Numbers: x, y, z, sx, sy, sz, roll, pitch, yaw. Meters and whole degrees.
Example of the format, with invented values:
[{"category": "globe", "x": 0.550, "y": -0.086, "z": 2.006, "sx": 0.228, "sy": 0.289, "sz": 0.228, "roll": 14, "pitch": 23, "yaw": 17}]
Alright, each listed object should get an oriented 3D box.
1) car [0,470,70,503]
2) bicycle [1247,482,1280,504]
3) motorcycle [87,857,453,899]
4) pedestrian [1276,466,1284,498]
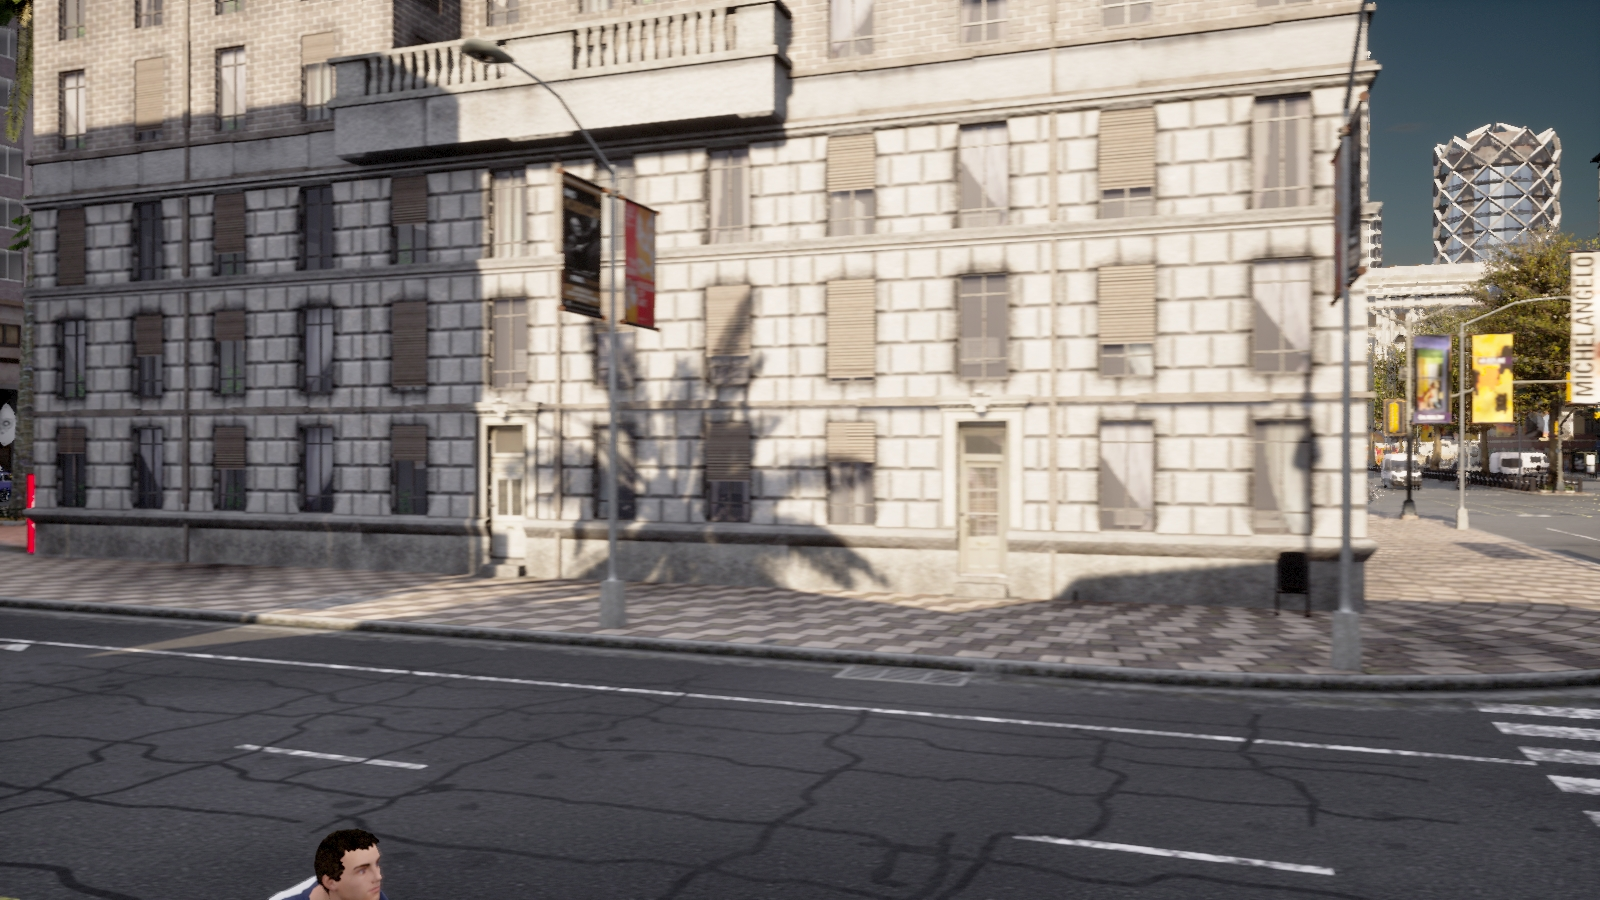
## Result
[{"category": "car", "x": -42.749, "y": 1.952, "z": 62.319, "sx": 2.242, "sy": 1.667, "sz": 4.611, "roll": 0, "pitch": 0, "yaw": 17}, {"category": "bicycle", "x": 24.520, "y": 2.258, "z": 60.449, "sx": 1.487, "sy": 1.080, "sz": 0.859, "roll": 1, "pitch": 0, "yaw": 12}, {"category": "motorcycle", "x": -1.613, "y": 2.211, "z": 3.863, "sx": 2.033, "sy": 1.145, "sz": 0.803, "roll": 0, "pitch": 0, "yaw": 20}, {"category": "pedestrian", "x": 27.692, "y": 1.849, "z": 65.934, "sx": 0.375, "sy": 1.860, "sz": 0.375, "roll": 0, "pitch": 0, "yaw": 8}]
